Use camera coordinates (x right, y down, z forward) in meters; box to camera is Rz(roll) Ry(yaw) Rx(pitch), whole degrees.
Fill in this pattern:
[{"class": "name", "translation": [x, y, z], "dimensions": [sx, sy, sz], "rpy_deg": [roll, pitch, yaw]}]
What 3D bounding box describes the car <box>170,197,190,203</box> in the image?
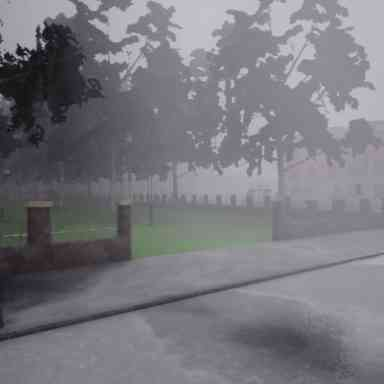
[{"class": "car", "translation": [-2.122, 1.563, 55.340], "dimensions": [1.812, 1.442, 4.674], "rpy_deg": [0, 0, -35]}]
